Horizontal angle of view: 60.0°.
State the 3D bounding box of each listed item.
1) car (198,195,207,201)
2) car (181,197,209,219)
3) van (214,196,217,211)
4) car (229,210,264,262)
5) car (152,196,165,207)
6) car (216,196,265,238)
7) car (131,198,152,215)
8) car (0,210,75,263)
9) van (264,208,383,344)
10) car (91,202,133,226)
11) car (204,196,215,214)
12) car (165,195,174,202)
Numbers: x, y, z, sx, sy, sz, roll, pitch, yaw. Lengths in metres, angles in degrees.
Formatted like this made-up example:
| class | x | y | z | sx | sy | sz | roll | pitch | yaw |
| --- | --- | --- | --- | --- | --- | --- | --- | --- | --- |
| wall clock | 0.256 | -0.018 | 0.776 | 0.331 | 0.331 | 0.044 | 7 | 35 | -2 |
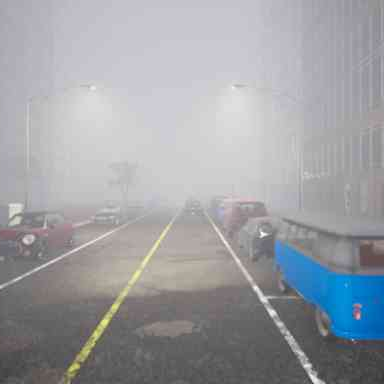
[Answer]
| class | x | y | z | sx | sy | sz | roll | pitch | yaw |
| --- | --- | --- | --- | --- | --- | --- | --- | --- | --- |
| car | 2.660 | 1.535 | 85.182 | 2.008 | 1.369 | 4.403 | 1 | 0 | 0 |
| car | 0.085 | 1.491 | 28.887 | 2.128 | 1.511 | 4.902 | 0 | 0 | 0 |
| van | 2.689 | 1.342 | 23.127 | 1.690 | 1.788 | 3.998 | 1 | 0 | 0 |
| car | 2.692 | 1.552 | 11.844 | 2.008 | 1.369 | 4.403 | 1 | 0 | 0 |
| car | -5.706 | 1.548 | 51.311 | 2.008 | 1.369 | 4.403 | 1 | 0 | 0 |
| car | 2.692 | 1.317 | 17.485 | 2.192 | 1.841 | 5.009 | 1 | 0 | 0 |
| car | -5.699 | 1.551 | 34.383 | 2.008 | 1.369 | 4.403 | 1 | 0 | 0 |
| car | -5.687 | 1.442 | 11.812 | 1.967 | 1.590 | 4.097 | 1 | 0 | 0 |
| van | 2.697 | 1.342 | 6.202 | 1.690 | 1.788 | 3.998 | 1 | 0 | 0 |
| car | -5.693 | 1.552 | 23.097 | 2.008 | 1.369 | 4.403 | 1 | 0 | 0 |
| car | 2.685 | 1.315 | 34.410 | 2.192 | 1.841 | 5.009 | 1 | 0 | 0 |
| car | -5.716 | 1.535 | 73.882 | 1.887 | 1.381 | 4.507 | 1 | 0 | 0 |
